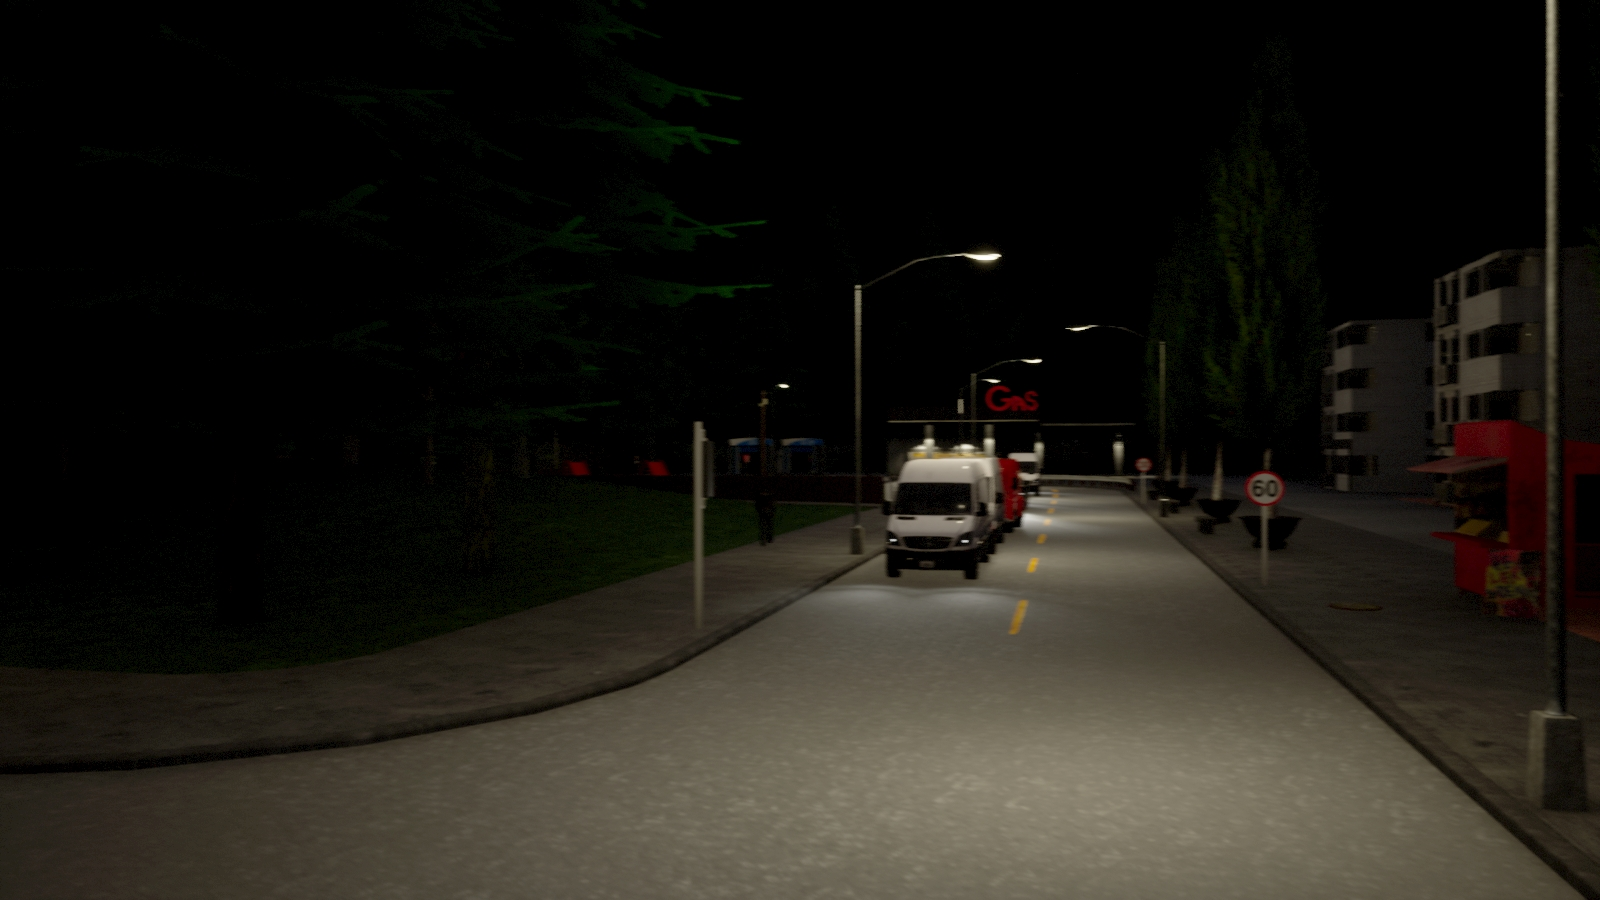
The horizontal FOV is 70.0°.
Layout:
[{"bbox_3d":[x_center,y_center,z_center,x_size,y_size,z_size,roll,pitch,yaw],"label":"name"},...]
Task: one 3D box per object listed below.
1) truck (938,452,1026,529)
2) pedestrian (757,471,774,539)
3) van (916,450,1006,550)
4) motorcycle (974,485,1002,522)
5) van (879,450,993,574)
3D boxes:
[{"bbox_3d":[6.387,1.307,39.587,2.627,2.467,5.204,0,0,13],"label":"truck"},{"bbox_3d":[-0.958,1.507,31.603,0.375,1.860,0.375,0,0,13],"label":"pedestrian"},{"bbox_3d":[4.686,1.282,32.484,1.988,2.561,5.915,0,0,13],"label":"van"},{"bbox_3d":[6.765,1.920,41.087,0.856,1.236,1.805,0,0,13],"label":"motorcycle"},{"bbox_3d":[3.307,1.289,26.709,1.988,2.561,5.915,0,0,13],"label":"van"}]
